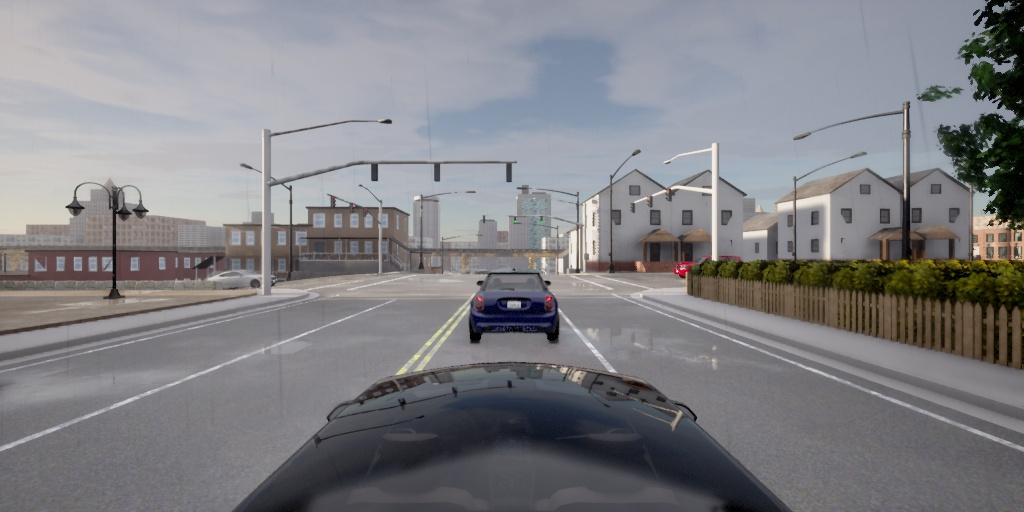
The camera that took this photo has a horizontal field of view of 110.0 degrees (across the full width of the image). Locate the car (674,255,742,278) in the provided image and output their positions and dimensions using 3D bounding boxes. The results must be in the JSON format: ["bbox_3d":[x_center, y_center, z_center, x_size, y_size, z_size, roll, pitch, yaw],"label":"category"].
[{"bbox_3d":[17.030,0.971,30.987,5.566,2.045,2.150,0,0,-1],"label":"car"}]

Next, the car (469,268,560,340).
[{"bbox_3d":[0.053,1.101,10.096,2.097,1.767,4.553,0,0,0],"label":"car"}]

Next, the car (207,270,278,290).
[{"bbox_3d":[-20.082,1.768,26.668,4.674,1.442,1.812,-4,0,-1],"label":"car"}]
